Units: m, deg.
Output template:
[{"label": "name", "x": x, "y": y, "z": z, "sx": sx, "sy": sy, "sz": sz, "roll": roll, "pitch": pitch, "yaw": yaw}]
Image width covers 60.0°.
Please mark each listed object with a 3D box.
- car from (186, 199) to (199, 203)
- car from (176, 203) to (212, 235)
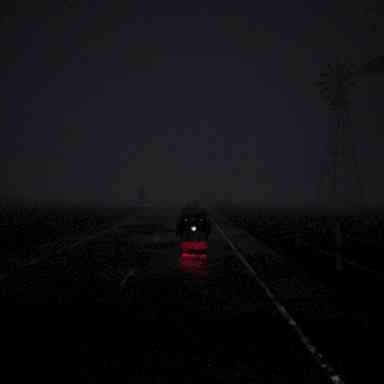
[{"label": "car", "x": 0.098, "y": 1.807, "z": 48.681, "sx": 2.128, "sy": 1.511, "sz": 4.902, "roll": 0, "pitch": 0, "yaw": 0}, {"label": "car", "x": 0.100, "y": 1.633, "z": 19.572, "sx": 1.837, "sy": 1.490, "sz": 4.892, "roll": 0, "pitch": 0, "yaw": 0}]
